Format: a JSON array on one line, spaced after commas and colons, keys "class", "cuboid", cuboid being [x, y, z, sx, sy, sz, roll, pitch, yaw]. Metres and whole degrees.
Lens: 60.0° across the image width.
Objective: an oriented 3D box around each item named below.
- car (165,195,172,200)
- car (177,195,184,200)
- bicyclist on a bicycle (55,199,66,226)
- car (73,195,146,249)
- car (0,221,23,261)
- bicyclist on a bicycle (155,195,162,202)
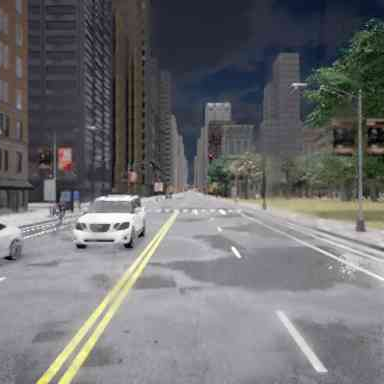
[{"class": "car", "cuboid": [-6.498, 1.426, 93.355, 2.033, 1.411, 5.357, 0, -1, 0]}, {"class": "car", "cuboid": [-3.248, 1.480, 93.325, 1.895, 1.301, 4.718, 0, -1, 0]}, {"class": "bicyclist on a bicycle", "cuboid": [-8.735, 1.331, 22.094, 0.659, 1.776, 1.843, 0, 0, 0]}, {"class": "car", "cuboid": [-3.355, 1.185, 14.666, 2.150, 2.045, 5.566, 0, 1, 0]}, {"class": "car", "cuboid": [-6.600, 1.509, 9.484, 1.812, 1.442, 4.674, 0, 0, 0]}, {"class": "bicyclist on a bicycle", "cuboid": [-8.055, 1.551, 75.797, 0.866, 1.612, 1.509, 0, -1, 8]}]
